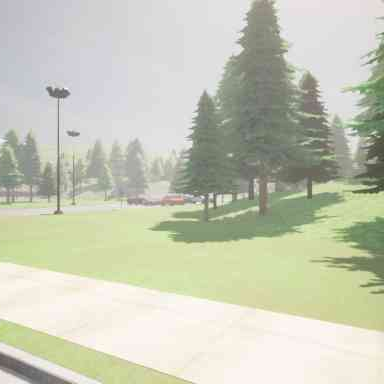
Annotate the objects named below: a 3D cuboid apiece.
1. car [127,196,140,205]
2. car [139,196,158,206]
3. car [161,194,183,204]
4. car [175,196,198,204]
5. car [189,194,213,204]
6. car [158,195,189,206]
[{"bbox_3d":[-9.285,1.493,58.139,2.128,1.511,4.902,0,0,32],"label":"car"},{"bbox_3d":[-6.265,1.602,56.366,1.895,1.301,4.718,0,0,32],"label":"car"},{"bbox_3d":[-3.962,1.354,67.009,2.097,1.767,4.553,0,0,31],"label":"car"},{"bbox_3d":[-0.954,1.549,65.219,2.033,1.411,5.357,0,0,31],"label":"car"},{"bbox_3d":[2.054,1.223,63.429,2.150,2.045,5.566,0,0,31],"label":"car"},{"bbox_3d":[-3.060,1.353,54.894,2.097,1.767,4.553,0,0,32],"label":"car"}]
